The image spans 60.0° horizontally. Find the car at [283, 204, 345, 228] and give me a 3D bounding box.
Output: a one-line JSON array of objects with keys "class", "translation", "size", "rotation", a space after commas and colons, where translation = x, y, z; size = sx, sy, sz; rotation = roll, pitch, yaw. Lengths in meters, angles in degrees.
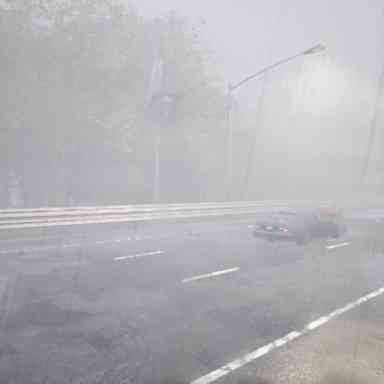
[{"class": "car", "translation": [8.307, 1.521, 22.487], "size": [4.718, 1.301, 1.895], "rotation": [0, 0, -41]}]

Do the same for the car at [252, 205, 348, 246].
[{"class": "car", "translation": [4.986, 1.492, 14.958], "size": [5.357, 1.411, 2.033], "rotation": [0, 0, -41]}]
